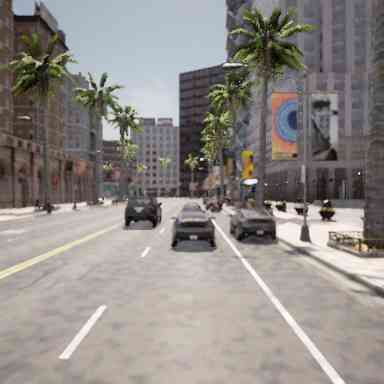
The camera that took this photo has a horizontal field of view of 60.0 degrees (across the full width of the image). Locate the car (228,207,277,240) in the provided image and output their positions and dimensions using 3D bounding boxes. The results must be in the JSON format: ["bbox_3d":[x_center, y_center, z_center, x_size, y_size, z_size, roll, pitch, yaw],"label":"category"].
[{"bbox_3d":[3.051,1.554,17.320,2.231,1.521,4.892,0,0,0],"label":"car"}]

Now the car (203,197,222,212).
[{"bbox_3d":[2.999,1.554,46.695,2.185,1.767,4.553,0,0,0],"label":"car"}]

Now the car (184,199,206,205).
[{"bbox_3d":[0.030,1.707,33.073,1.994,1.385,4.181,0,0,0],"label":"car"}]

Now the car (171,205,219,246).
[{"bbox_3d":[0.065,1.573,15.665,1.837,1.490,4.892,0,0,0],"label":"car"}]

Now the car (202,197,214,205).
[{"bbox_3d":[3.260,1.807,68.624,2.161,1.482,4.786,0,0,0],"label":"car"}]

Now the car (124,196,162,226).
[{"bbox_3d":[-3.450,1.329,24.235,2.150,2.045,5.566,0,0,0],"label":"car"}]
